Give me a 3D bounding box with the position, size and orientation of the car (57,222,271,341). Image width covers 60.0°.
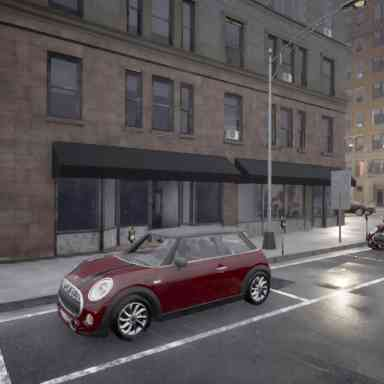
[{"bbox_3d":[-0.406,1.441,6.456,4.097,1.590,1.967,0,0,-35],"label":"car"}]

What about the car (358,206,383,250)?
[{"bbox_3d":[8.555,1.445,12.813,4.097,1.590,1.967,0,0,-35],"label":"car"}]

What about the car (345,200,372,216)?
[{"bbox_3d":[14.774,1.403,31.720,1.882,1.535,5.008,1,0,-37],"label":"car"}]
